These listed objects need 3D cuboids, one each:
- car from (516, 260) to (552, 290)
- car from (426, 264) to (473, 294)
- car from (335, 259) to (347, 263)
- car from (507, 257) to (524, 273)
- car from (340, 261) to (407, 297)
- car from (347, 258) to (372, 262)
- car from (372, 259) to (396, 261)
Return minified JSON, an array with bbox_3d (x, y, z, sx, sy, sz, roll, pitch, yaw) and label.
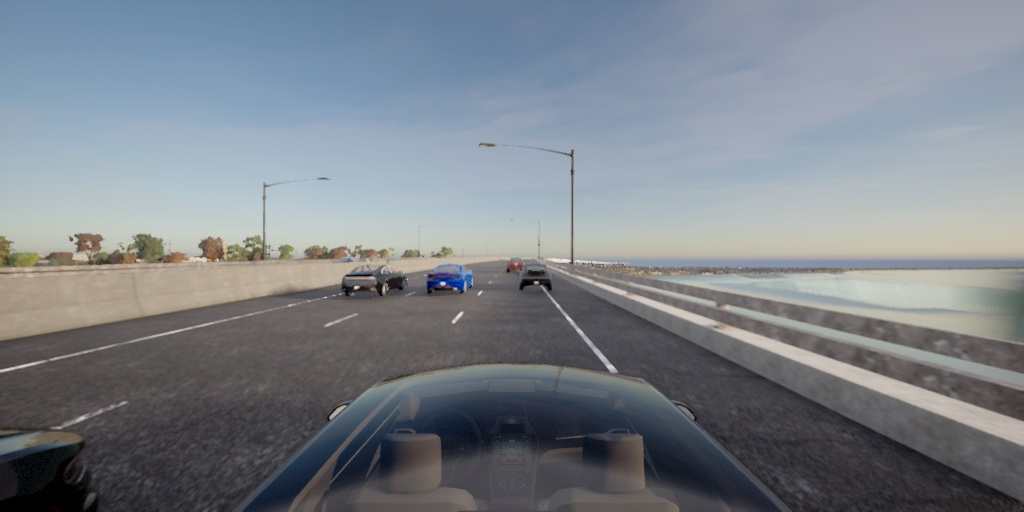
[{"bbox_3d":[1.337,1.182,21.626,1.837,1.490,4.892,0,0,1],"label":"car"},{"bbox_3d":[-3.300,1.157,19.726,1.882,1.535,5.008,0,0,1],"label":"car"},{"bbox_3d":[-23.841,1.100,51.123,1.812,1.442,4.674,0,0,2],"label":"car"},{"bbox_3d":[0.487,0.962,41.648,2.097,1.767,4.553,0,0,2],"label":"car"},{"bbox_3d":[-6.816,1.175,18.206,2.128,1.511,4.902,0,0,1],"label":"car"},{"bbox_3d":[-20.396,1.057,49.626,1.882,1.535,5.008,0,0,2],"label":"car"},{"bbox_3d":[-16.898,1.128,49.541,2.033,1.411,5.357,0,0,2],"label":"car"}]
